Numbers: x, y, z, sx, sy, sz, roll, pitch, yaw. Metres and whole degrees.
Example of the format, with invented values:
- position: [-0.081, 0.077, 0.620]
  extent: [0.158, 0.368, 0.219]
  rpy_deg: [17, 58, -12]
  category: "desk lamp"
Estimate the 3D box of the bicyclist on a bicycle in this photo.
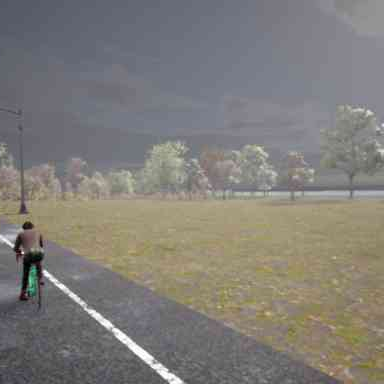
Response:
- position: [-3.199, 1.416, 6.581]
  extent: [0.582, 1.620, 1.656]
  rpy_deg: [-2, 1, -36]
  category: "bicyclist on a bicycle"
